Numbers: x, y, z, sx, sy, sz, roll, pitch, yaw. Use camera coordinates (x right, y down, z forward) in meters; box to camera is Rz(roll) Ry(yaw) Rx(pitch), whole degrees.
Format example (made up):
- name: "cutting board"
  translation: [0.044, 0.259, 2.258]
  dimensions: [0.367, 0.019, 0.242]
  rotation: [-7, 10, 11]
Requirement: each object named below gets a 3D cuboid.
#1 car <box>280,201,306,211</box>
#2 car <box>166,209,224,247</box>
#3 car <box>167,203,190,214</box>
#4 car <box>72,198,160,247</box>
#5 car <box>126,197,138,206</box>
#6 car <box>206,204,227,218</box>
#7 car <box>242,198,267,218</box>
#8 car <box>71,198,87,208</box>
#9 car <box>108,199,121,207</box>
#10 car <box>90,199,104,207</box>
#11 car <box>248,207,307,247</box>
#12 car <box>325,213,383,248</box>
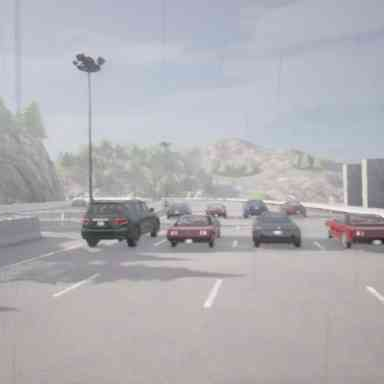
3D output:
- name: "car"
  translation: [9.267, 1.539, 30.800]
  dimensions: [1.812, 1.442, 4.674]
  rotation: [-1, 0, 5]
- name: "car"
  translation: [0.252, 1.688, 15.560]
  dimensions: [1.895, 1.301, 4.718]
  rotation: [-1, 0, 10]
- name: "car"
  translation: [-1.193, 1.773, 31.679]
  dimensions: [1.994, 1.385, 4.181]
  rotation: [-1, 0, 5]
- name: "car"
  translation: [-3.217, 1.370, 16.075]
  dimensions: [2.150, 2.045, 5.566]
  rotation: [-1, 0, 10]
- name: "car"
  translation: [-12.250, 1.981, 68.327]
  dimensions: [2.097, 1.767, 4.553]
  rotation: [-1, 0, -6]
- name: "car"
  translation: [2.278, 1.743, 31.156]
  dimensions: [1.895, 1.301, 4.718]
  rotation: [-1, 0, 5]
- name: "car"
  translation: [5.756, 1.427, 30.820]
  dimensions: [2.097, 1.767, 4.553]
  rotation: [-1, -1, 5]
- name: "car"
  translation: [-22.620, 2.160, 66.630]
  dimensions: [2.097, 1.767, 4.553]
  rotation: [-1, 0, -6]
- name: "car"
  translation: [-15.699, 2.238, 67.731]
  dimensions: [1.994, 1.385, 4.181]
  rotation: [-1, 0, -6]
- name: "car"
  translation: [-19.155, 2.245, 67.165]
  dimensions: [1.837, 1.490, 4.892]
  rotation: [-1, 0, -6]
- name: "car"
  translation: [3.734, 1.586, 15.189]
  dimensions: [1.994, 1.385, 4.181]
  rotation: [-1, 0, 10]
- name: "car"
  translation: [7.148, 1.556, 14.361]
  dimensions: [1.895, 1.301, 4.718]
  rotation: [-1, 0, 10]
